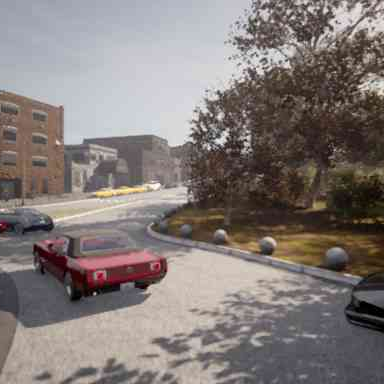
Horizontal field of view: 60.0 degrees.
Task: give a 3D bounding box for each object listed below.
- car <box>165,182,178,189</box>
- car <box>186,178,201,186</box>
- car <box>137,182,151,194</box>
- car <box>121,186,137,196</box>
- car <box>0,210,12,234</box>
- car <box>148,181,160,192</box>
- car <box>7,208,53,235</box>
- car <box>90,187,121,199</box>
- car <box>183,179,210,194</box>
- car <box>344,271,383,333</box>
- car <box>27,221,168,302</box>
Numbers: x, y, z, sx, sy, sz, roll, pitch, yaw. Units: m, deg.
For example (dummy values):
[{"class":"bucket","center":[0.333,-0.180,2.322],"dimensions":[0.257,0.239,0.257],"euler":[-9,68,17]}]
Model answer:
[{"class":"car","center":[-4.801,-1.526,78.117],"dimensions":[2.163,1.488,4.792],"euler":[0,3,19]},{"class":"car","center":[0.529,-2.822,93.764],"dimensions":[2.435,2.045,5.566],"euler":[0,3,19]},{"class":"car","center":[-10.221,-0.526,62.189],"dimensions":[1.946,1.575,5.366],"euler":[0,3,19]},{"class":"car","center":[-11.999,-0.188,56.968],"dimensions":[1.946,1.575,5.366],"euler":[0,3,19]},{"class":"car","center":[-11.377,1.648,16.331],"dimensions":[4.718,1.301,1.895],"euler":[0,0,27]},{"class":"car","center":[-8.356,-1.130,67.662],"dimensions":[2.435,2.045,5.566],"euler":[0,3,19]},{"class":"car","center":[-9.966,1.605,18.975],"dimensions":[4.181,1.385,1.994],"euler":[0,0,26]},{"class":"car","center":[-13.785,0.154,51.753],"dimensions":[1.946,1.575,5.366],"euler":[0,3,19]},{"class":"car","center":[0.806,-0.747,58.027],"dimensions":[2.150,2.045,5.566],"euler":[0,3,20]},{"class":"car","center":[4.875,1.528,4.032],"dimensions":[5.357,1.411,2.033],"euler":[0,0,40]},{"class":"car","center":[-2.611,1.611,8.445],"dimensions":[1.895,1.301,4.718],"euler":[0,0,-37]}]
